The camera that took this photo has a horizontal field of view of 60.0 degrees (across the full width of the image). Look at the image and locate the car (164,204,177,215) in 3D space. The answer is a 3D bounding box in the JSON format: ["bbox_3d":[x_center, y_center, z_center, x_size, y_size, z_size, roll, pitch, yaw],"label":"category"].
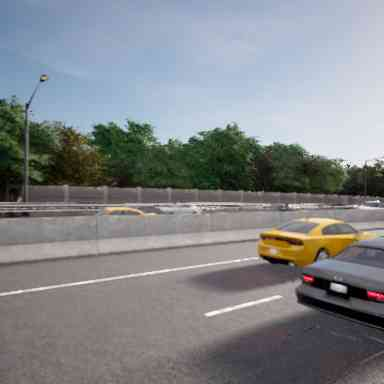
[{"bbox_3d":[-3.660,1.679,22.875,4.674,1.442,1.812,1,0,-35],"label":"car"}]

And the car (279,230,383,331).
[{"bbox_3d":[4.428,1.655,6.904,5.357,1.411,2.033,1,-1,-36],"label":"car"}]

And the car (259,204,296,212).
[{"bbox_3d":[9.376,2.047,36.464,4.892,1.490,1.837,2,-1,-35],"label":"car"}]

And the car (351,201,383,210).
[{"bbox_3d":[18.713,1.930,34.467,5.566,2.045,2.150,2,-1,-35],"label":"car"}]

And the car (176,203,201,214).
[{"bbox_3d":[-1.203,1.828,33.224,4.674,1.442,1.812,1,-1,-35],"label":"car"}]

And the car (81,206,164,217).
[{"bbox_3d":[-4.304,1.576,18.117,5.008,1.535,1.882,1,-1,-35],"label":"car"}]

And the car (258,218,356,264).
[{"bbox_3d":[4.403,1.626,11.184,5.008,1.535,1.882,1,-1,-35],"label":"car"}]
